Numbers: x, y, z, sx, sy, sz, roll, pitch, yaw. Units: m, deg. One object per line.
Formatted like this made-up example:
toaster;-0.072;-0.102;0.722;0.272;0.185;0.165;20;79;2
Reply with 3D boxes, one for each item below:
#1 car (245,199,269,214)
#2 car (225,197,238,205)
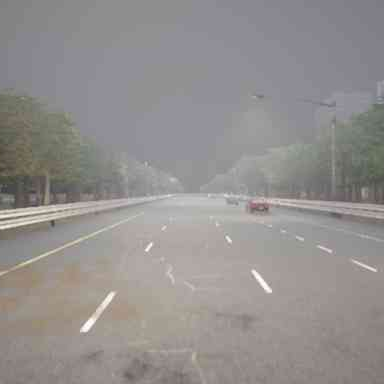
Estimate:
car;6.994;1.489;36.067;1.882;1.535;5.008;0;0;0
car;7.010;1.586;59.441;2.033;1.411;5.357;0;0;0
